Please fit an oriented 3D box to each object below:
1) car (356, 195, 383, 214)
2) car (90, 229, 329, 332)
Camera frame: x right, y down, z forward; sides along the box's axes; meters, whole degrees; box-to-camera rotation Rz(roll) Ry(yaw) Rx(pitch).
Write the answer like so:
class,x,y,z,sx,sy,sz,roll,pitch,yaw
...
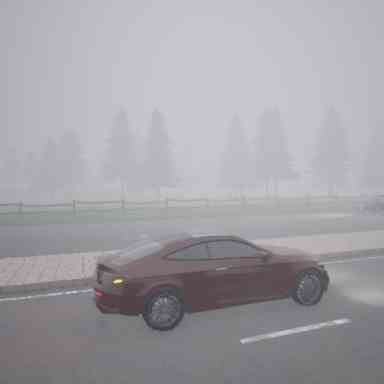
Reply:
class,x,y,z,sx,sy,sz,roll,pitch,yaw
car,16.549,1.045,28.970,4.902,1.511,2.128,-1,1,-21
car,0.439,1.466,6.525,4.674,1.442,1.812,-1,0,-21
